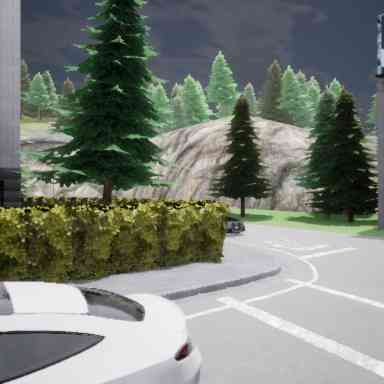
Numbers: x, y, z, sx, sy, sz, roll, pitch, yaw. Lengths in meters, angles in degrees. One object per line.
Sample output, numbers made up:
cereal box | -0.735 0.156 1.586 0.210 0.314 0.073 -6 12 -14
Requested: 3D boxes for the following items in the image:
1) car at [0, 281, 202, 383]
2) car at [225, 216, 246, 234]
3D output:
car | -2.068 1.525 2.409 4.674 1.442 1.812 0 0 -35
car | 1.084 1.743 19.510 1.994 1.385 4.181 0 0 -42
